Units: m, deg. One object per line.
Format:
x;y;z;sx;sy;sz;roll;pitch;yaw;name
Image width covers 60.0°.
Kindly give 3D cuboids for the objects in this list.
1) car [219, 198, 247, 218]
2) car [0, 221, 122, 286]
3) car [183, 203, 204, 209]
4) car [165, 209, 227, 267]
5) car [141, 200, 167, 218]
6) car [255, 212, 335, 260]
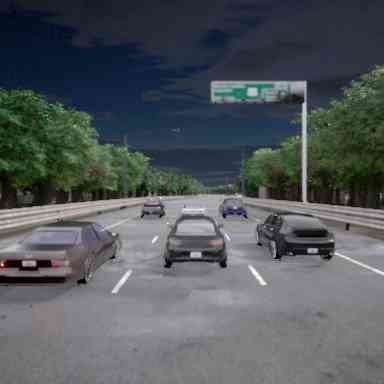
3.604;1.351;29.916;2.097;1.767;4.553;0;0;0;car
-3.397;1.542;9.452;2.033;1.411;5.357;0;0;0;car
0.102;1.598;28.699;1.895;1.301;4.718;0;0;0;car
0.115;1.519;11.228;1.812;1.442;4.674;0;0;0;car
-3.395;1.491;30.143;2.128;1.511;4.902;0;0;0;car
3.602;1.497;12.348;1.837;1.490;4.892;0;0;0;car
